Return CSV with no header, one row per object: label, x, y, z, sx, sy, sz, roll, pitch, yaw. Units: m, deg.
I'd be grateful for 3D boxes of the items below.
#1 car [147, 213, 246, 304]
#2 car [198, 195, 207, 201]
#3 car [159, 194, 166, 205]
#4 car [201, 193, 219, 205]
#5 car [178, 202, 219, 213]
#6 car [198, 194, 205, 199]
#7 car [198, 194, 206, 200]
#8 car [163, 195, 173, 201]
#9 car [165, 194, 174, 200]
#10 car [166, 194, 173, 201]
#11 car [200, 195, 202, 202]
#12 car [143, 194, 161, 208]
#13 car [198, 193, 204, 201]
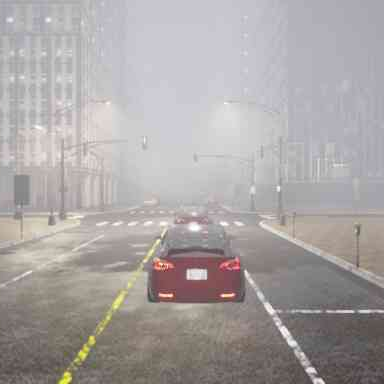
car,0.082,1.493,8.196,2.163,1.488,4.792,0,0,0
car,2.564,1.341,81.256,1.887,1.381,4.507,0,0,0
car,-5.871,1.211,52.872,2.192,1.841,5.009,0,0,0
car,2.747,1.352,47.206,1.967,1.590,4.097,0,0,0
car,0.062,1.479,17.444,2.163,1.488,4.792,0,0,0
car,2.546,1.273,92.776,1.752,1.417,4.829,0,0,0
car,2.555,1.323,86.930,2.008,1.369,4.403,0,0,0
car,-5.816,1.347,81.249,2.008,1.369,4.403,0,0,0
car,-5.825,1.323,86.924,2.008,1.369,4.403,0,0,0
car,-5.808,1.362,75.574,1.887,1.381,4.507,0,0,0
car,2.707,1.446,52.884,2.008,1.369,4.403,0,0,0
car,-5.893,1.438,47.023,1.752,1.417,4.829,0,0,0
car,2.583,1.153,69.906,2.192,1.841,5.009,0,0,0
